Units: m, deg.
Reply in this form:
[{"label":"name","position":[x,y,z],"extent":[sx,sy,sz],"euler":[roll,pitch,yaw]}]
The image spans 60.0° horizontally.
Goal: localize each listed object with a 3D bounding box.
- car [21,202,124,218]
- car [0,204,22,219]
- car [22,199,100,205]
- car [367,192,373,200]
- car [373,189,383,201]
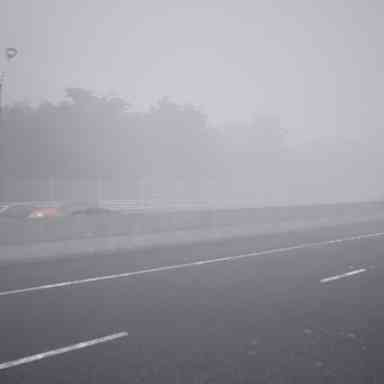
[{"label":"car","position":[-5.772,1.486,17.040],"extent":[4.892,1.490,1.837],"euler":[0,0,-35]},{"label":"car","position":[-11.428,1.506,21.613],"extent":[4.674,1.442,1.812],"euler":[0,0,-35]},{"label":"car","position":[-7.435,1.329,20.147],"extent":[4.553,1.767,2.097],"euler":[0,0,-35]},{"label":"car","position":[29.817,0.395,52.865],"extent":[4.553,1.767,2.097],"euler":[-2,1,-36]},{"label":"car","position":[25.955,0.638,42.856],"extent":[4.553,1.767,2.097],"euler":[-2,1,-33]}]
